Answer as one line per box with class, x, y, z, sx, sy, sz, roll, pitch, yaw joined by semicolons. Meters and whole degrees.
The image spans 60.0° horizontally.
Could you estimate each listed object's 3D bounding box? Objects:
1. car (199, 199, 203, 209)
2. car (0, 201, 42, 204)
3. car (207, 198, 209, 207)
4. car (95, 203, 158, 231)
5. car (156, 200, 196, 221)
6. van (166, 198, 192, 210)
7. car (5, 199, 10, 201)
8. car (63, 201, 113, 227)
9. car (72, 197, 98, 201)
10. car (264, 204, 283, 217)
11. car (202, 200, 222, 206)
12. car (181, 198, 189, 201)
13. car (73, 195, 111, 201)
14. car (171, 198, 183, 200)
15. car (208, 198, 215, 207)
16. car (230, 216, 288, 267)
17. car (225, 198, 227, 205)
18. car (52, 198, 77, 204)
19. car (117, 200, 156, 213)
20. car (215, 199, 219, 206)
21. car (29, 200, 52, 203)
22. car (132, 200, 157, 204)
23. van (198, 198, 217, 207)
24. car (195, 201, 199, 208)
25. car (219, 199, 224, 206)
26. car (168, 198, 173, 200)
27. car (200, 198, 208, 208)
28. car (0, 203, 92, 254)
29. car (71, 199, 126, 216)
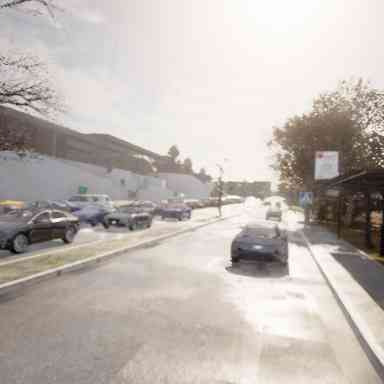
car;-0.929;2.538;65.237;4.792;1.488;2.163;2;-1;-5
car;-9.165;1.321;14.673;1.837;1.490;4.892;2;-1;15
car;0.662;2.671;71.018;4.792;1.488;2.163;2;-1;-5
car;-4.135;1.686;21.887;1.994;1.385;4.181;2;-1;17
car;-1.422;1.867;32.018;1.882;1.535;5.008;2;-1;15
van;-2.305;2.134;59.502;4.442;1.987;1.878;2;-2;-5
car;-13.160;1.233;19.124;4.792;1.488;2.163;2;-1;-5
car;-6.775;1.563;23.595;1.812;1.442;4.674;2;-1;15
car;-10.841;1.421;27.779;5.008;1.535;2.097;2;-1;-5
car;9.730;2.539;39.500;2.033;1.411;5.357;2;-1;15
car;5.235;2.950;88.315;4.892;1.521;2.231;1;0;-5
car;-3.160;2.147;56.596;4.553;1.767;2.185;2;-1;-5
car;-10.093;1.245;30.654;5.566;2.045;2.435;2;-1;-5
car;-4.538;2.097;50.846;5.366;1.575;1.946;2;-2;-5
car;2.167;2.794;76.781;4.674;1.452;2.002;2;0;-5
car;2.688;1.840;12.891;1.994;1.385;4.181;2;-1;15
car;6.795;2.918;94.084;4.553;1.767;2.185;2;0;-5
car;-11.595;1.349;24.891;4.892;1.521;2.231;2;-1;-5
car;-7.012;1.865;42.179;4.674;1.452;2.002;2;-1;-5
car;2.909;2.555;79.662;5.566;2.045;2.435;2;0;-5
car;-12.550;1.267;21.993;5.366;1.575;1.946;2;-1;-5
car;-4.104;1.850;33.570;2.033;1.411;5.357;2;-1;15
van;3.819;2.632;82.568;4.442;1.987;1.878;2;-1;-5
car;-1.661;2.473;62.357;4.674;1.452;2.002;2;-1;-5
car;4.498;2.651;85.444;5.566;2.045;2.435;2;-1;-5
car;-5.516;2.032;47.938;4.792;1.488;2.163;2;-1;-5
car;0.052;2.578;68.153;5.366;1.575;1.946;2;-1;-5
car;-6.439;1.400;13.272;2.128;1.511;4.902;2;-1;15
car;-9.316;1.577;33.545;4.892;1.521;2.231;2;-1;-5
